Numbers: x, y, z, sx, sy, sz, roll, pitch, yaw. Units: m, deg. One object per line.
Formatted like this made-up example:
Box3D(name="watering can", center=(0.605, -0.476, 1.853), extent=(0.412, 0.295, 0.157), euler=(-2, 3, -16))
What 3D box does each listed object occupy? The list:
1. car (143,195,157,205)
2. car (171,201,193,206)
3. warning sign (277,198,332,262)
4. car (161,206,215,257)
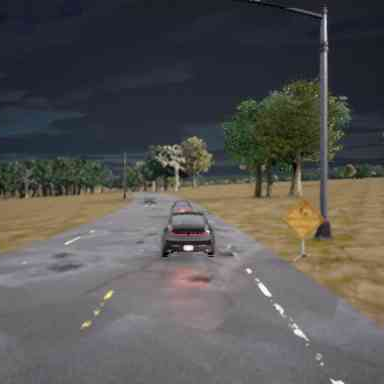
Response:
Box3D(name="car", center=(-6.283, 1.165, 49.687), extent=(2.033, 1.411, 5.357), euler=(0, 1, -6))
Box3D(name="car", center=(-0.862, 1.480, 28.482), extent=(1.994, 1.385, 4.181), euler=(0, 1, -3))
Box3D(name="warning sign", center=(3.427, 1.129, 10.284), extent=(1.300, 1.860, 1.060), euler=(0, 1, -1))
Box3D(name="car", center=(-0.167, 1.519, 13.077), extent=(1.837, 1.490, 4.892), euler=(0, 1, -1))
